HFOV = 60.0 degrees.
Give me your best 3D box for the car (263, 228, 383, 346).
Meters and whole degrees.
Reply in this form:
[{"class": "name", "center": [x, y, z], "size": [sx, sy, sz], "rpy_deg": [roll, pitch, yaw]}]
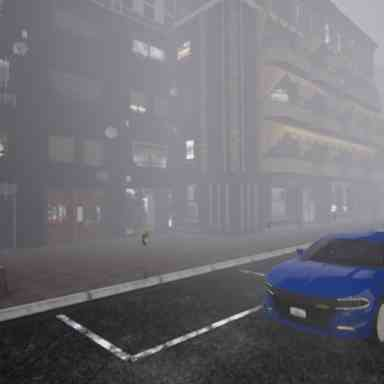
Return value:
[{"class": "car", "center": [3.404, 1.553, 6.767], "size": [5.008, 1.535, 1.882], "rpy_deg": [0, -1, -44]}]
